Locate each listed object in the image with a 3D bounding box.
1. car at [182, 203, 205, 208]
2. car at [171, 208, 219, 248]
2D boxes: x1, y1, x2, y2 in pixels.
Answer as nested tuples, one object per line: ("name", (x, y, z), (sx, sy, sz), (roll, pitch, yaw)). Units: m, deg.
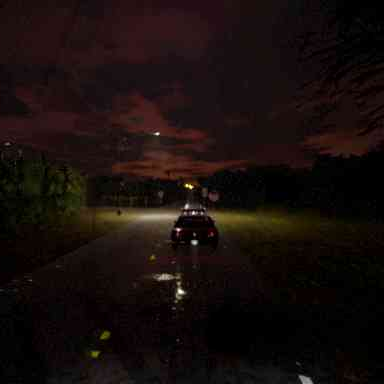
("car", (0.108, 1.556, 26.582), (2.033, 1.411, 5.357), (0, 0, 0))
("car", (0.104, 1.642, 14.953), (1.895, 1.301, 4.718), (0, 0, 0))
